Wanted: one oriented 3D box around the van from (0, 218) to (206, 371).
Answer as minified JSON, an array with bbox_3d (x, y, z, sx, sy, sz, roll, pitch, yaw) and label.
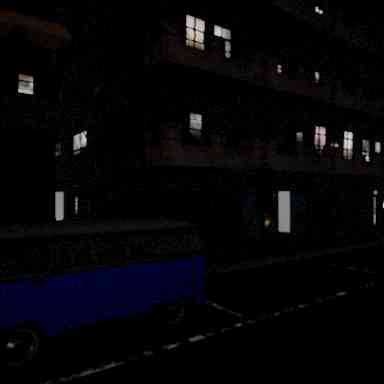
[{"bbox_3d":[-1.659,1.350,5.383,3.998,1.788,1.690,0,-1,-35],"label":"van"}]
